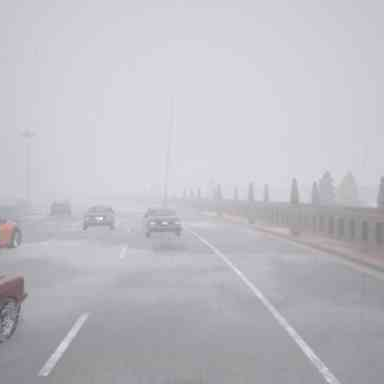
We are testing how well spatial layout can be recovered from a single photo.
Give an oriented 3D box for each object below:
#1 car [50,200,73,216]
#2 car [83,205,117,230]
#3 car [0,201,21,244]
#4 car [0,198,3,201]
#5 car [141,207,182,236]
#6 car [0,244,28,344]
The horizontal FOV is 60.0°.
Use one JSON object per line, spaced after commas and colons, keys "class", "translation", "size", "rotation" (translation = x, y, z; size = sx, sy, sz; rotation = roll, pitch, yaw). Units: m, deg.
{"class": "car", "translation": [-13.061, 1.534, 33.357], "size": [2.128, 1.511, 4.902], "rotation": [0, 0, -19]}
{"class": "car", "translation": [-5.917, 1.566, 21.475], "size": [2.033, 1.411, 5.357], "rotation": [0, 0, -12]}
{"class": "car", "translation": [-7.877, 1.378, 11.784], "size": [2.097, 1.767, 4.553], "rotation": [0, 0, -7]}
{"class": "car", "translation": [-31.553, 1.630, 53.571], "size": [1.812, 1.442, 4.674], "rotation": [0, 0, -34]}
{"class": "car", "translation": [-1.772, 1.552, 18.540], "size": [2.033, 1.411, 5.357], "rotation": [0, 0, -11]}
{"class": "car", "translation": [-3.614, 1.613, 3.451], "size": [1.895, 1.301, 4.718], "rotation": [0, 0, -2]}
